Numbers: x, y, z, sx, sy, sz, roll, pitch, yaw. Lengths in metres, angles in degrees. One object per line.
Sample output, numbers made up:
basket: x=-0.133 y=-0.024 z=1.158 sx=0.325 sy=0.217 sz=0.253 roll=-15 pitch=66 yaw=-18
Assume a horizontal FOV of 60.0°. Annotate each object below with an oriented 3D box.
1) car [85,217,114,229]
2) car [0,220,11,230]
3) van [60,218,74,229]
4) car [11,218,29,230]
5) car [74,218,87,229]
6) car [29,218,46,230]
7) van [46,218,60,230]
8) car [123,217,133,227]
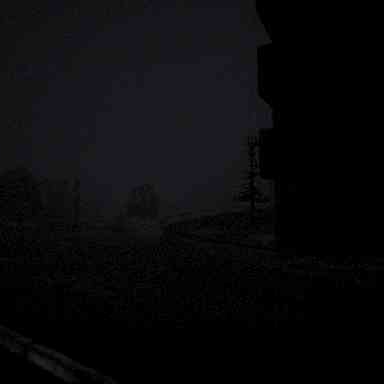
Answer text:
car: x=-18.727 y=6.687 z=69.085 sx=5.566 sy=2.045 sz=2.435 roll=0 pitch=-6 yaw=5
car: x=-29.007 y=4.660 z=47.292 sx=4.674 sy=1.452 sz=2.002 roll=0 pitch=-6 yaw=5
van: x=-23.740 y=5.555 z=58.207 sx=4.442 sy=1.987 sz=1.878 roll=0 pitch=-6 yaw=5
car: x=-27.732 y=4.950 z=50.024 sx=4.674 sy=1.452 sz=2.002 roll=0 pitch=-6 yaw=5
car: x=-22.562 y=6.070 z=60.904 sx=4.892 sy=1.521 sz=2.231 roll=0 pitch=-6 yaw=5
car: x=-26.624 y=5.198 z=52.763 sx=5.366 sy=1.575 sz=1.946 roll=0 pitch=-6 yaw=5
van: x=-25.030 y=5.265 z=55.482 sx=4.442 sy=1.987 sz=1.878 roll=0 pitch=-6 yaw=5
car: x=-18.700 y=8.554 z=90.780 sx=2.163 sy=1.488 sz=4.792 roll=0 pitch=1 yaw=10
